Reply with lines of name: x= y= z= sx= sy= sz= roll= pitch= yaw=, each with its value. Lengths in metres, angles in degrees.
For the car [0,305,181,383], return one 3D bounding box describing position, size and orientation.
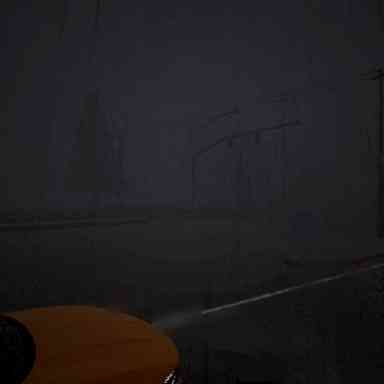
car: x=-2.371 y=1.479 z=2.053 sx=5.008 sy=1.535 sz=1.882 roll=0 pitch=0 yaw=-35
